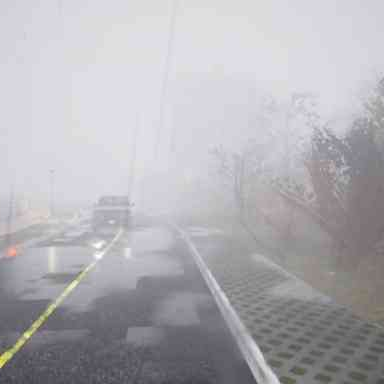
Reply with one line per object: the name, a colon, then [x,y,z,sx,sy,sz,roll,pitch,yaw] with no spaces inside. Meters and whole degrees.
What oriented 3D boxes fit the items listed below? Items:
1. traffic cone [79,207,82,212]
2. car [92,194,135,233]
traffic cone: [-9.886,1.820,30.620,0.340,0.580,0.340,0,1,11]
car: [-4.636,1.180,19.892,2.150,2.045,5.566,0,0,-11]
